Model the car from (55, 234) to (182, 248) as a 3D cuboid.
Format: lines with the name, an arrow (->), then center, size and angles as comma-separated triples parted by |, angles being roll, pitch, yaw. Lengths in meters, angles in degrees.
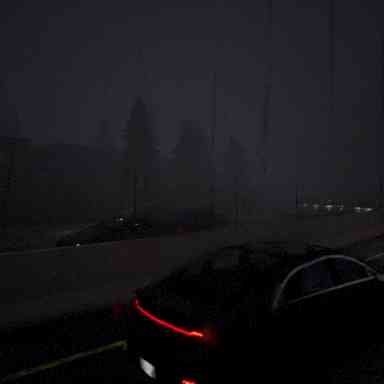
car -> -2.270, 1.514, 11.020 | 4.181, 1.385, 1.994 | 0, 0, -41

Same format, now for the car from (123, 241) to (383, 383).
car -> 1.439, 1.472, 4.751 | 4.902, 1.511, 2.128 | 0, 0, -40
